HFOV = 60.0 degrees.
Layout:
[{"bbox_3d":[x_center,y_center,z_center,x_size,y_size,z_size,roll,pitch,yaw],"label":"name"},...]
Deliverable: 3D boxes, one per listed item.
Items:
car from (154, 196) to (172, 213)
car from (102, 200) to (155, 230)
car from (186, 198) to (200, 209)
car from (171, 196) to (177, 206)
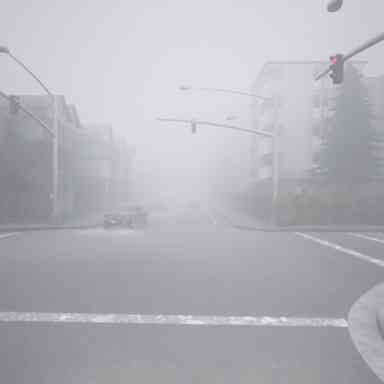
[{"bbox_3d":[-3.588,1.498,37.062,1.837,1.490,4.892,0,0,0],"label":"car"},{"bbox_3d":[-4.085,1.493,21.283,1.837,1.490,4.892,0,0,9],"label":"car"},{"bbox_3d":[0.104,1.516,45.561,1.812,1.442,4.674,0,0,0],"label":"car"},{"bbox_3d":[-3.491,1.320,53.245,2.128,1.511,4.902,0,0,0],"label":"car"}]
